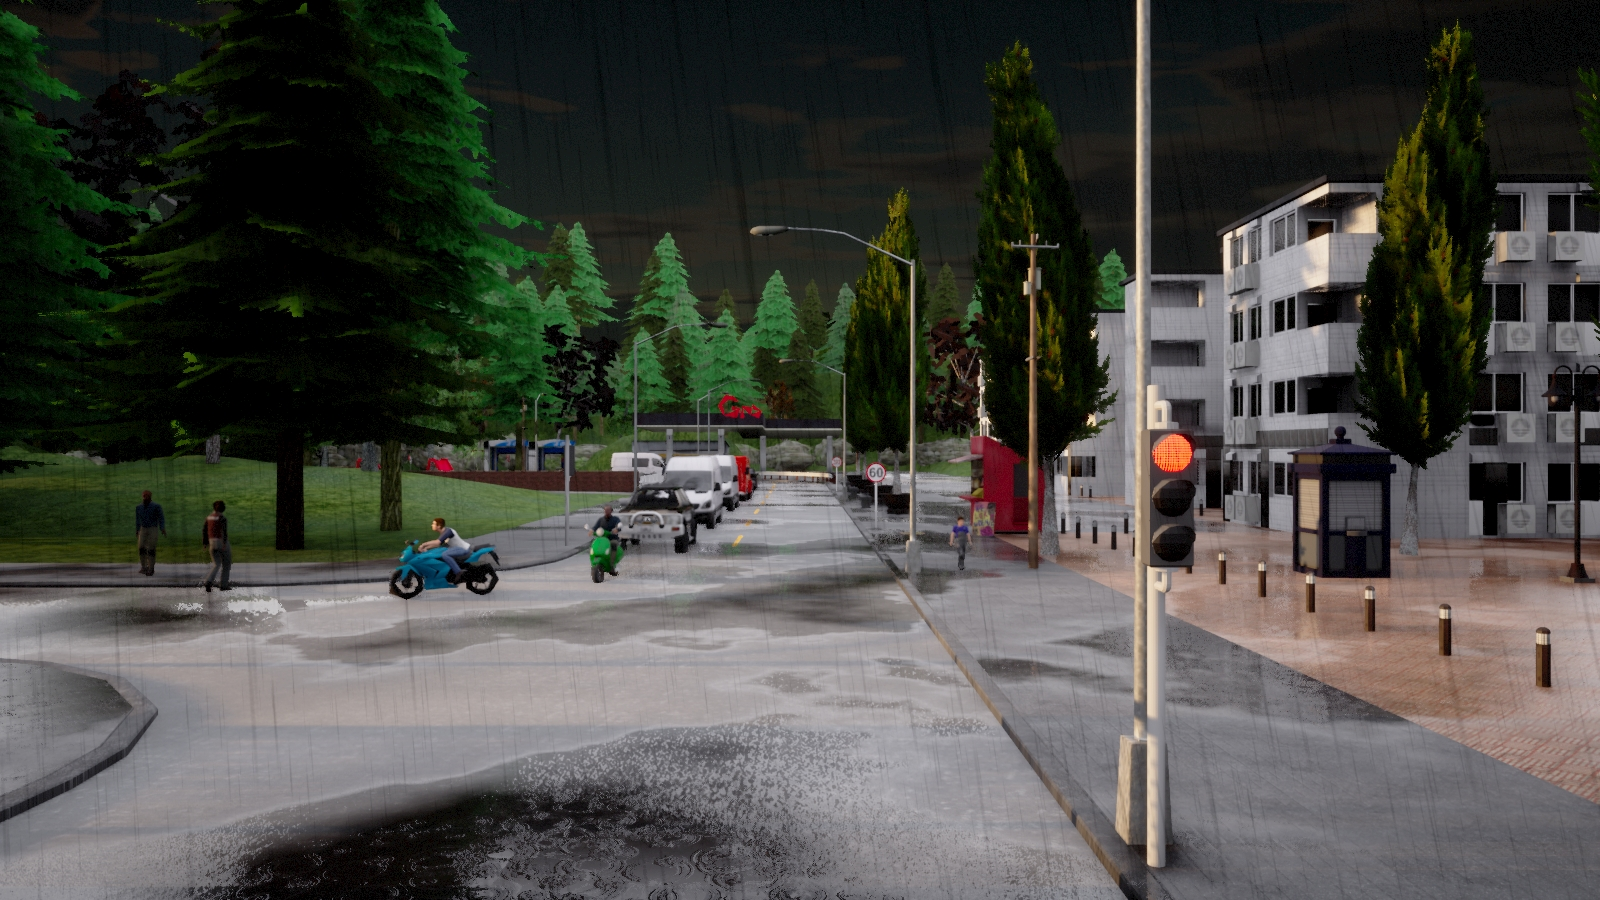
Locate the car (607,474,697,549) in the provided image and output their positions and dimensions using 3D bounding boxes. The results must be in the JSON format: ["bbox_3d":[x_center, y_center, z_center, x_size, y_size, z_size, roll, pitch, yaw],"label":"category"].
[{"bbox_3d":[-4.060,1.638,32.022,1.932,1.855,4.605,0,0,0],"label":"car"}]

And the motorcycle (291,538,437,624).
[{"bbox_3d":[-6.736,1.989,17.672,2.033,1.145,0.803,0,0,-27],"label":"motorcycle"}]

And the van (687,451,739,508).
[{"bbox_3d":[-4.005,1.306,53.723,1.988,2.561,5.915,0,0,0],"label":"van"}]

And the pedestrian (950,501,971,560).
[{"bbox_3d":[3.604,1.800,25.656,0.375,1.300,0.375,0,0,-13],"label":"pedestrian"}]

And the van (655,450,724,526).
[{"bbox_3d":[-4.013,1.305,42.392,1.988,2.561,5.915,0,0,0],"label":"van"}]

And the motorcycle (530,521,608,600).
[{"bbox_3d":[-4.122,1.958,20.526,0.856,1.236,1.805,-1,0,6],"label":"motorcycle"}]

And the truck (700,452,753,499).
[{"bbox_3d":[-3.990,1.337,63.154,2.627,2.467,5.204,0,0,0],"label":"truck"}]

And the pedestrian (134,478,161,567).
[{"bbox_3d":[-13.807,1.520,24.180,0.375,1.860,0.375,0,0,-10],"label":"pedestrian"}]

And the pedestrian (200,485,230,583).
[{"bbox_3d":[-11.356,1.625,22.193,0.375,1.860,0.375,0,0,8],"label":"pedestrian"}]
